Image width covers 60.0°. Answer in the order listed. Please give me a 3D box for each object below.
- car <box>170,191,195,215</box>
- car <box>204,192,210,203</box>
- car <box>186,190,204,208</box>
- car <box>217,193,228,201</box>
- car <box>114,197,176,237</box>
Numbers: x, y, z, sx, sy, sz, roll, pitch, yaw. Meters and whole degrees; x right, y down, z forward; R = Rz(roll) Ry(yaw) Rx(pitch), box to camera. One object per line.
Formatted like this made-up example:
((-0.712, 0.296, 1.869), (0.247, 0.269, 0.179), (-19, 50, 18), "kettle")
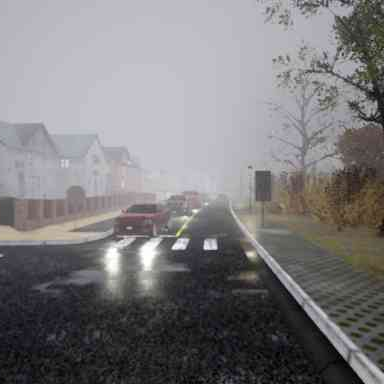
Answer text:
((-1.204, 1.013, 28.874), (2.097, 1.767, 4.553), (0, 1, 5), "car")
((1.771, 0.828, 55.482), (2.097, 1.767, 4.553), (0, 1, 8), "car")
((-0.158, 0.799, 40.089), (2.150, 2.045, 5.566), (0, 0, 6), "car")
((5.891, 0.903, 63.764), (1.882, 1.535, 5.008), (0, 0, 9), "car")
((-2.358, 1.262, 16.863), (1.882, 1.535, 5.008), (0, 1, 8), "car")
